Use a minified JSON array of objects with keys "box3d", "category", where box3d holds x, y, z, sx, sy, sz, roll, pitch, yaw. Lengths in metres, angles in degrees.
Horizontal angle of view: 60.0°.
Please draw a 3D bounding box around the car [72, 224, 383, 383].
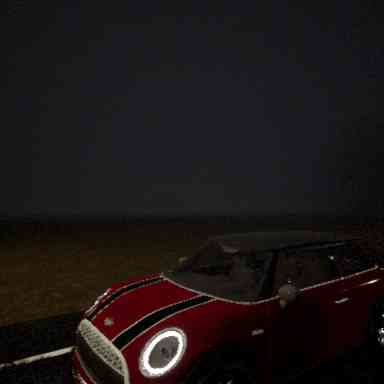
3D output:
[{"box3d":[0.822,1.389,4.574,4.553,1.767,2.097,1,0,-35],"category":"car"}]
